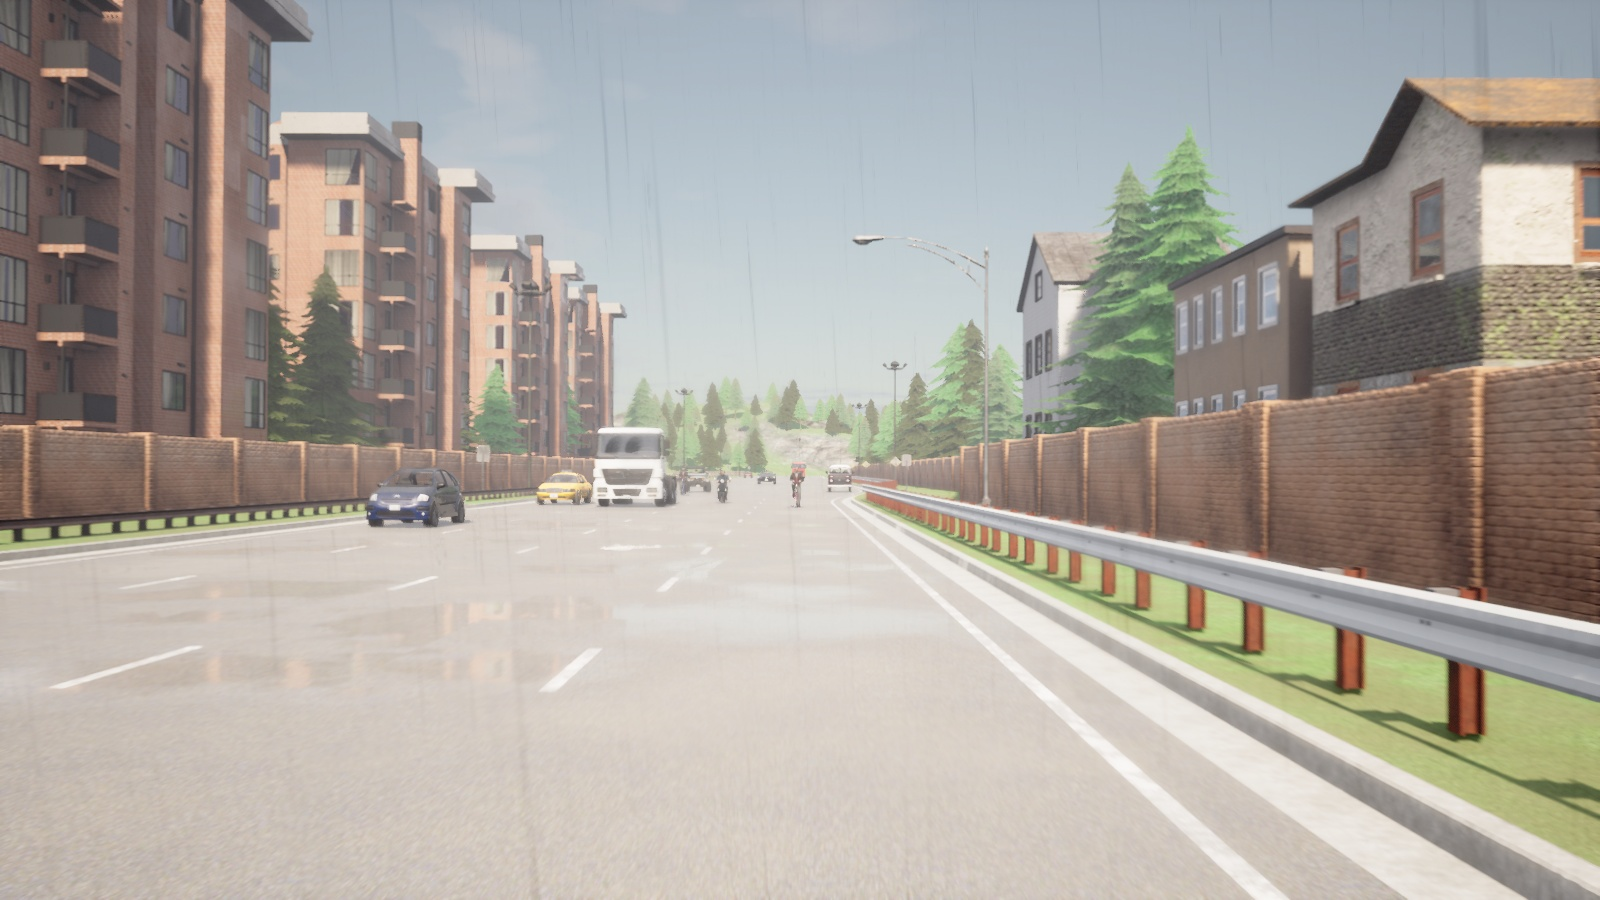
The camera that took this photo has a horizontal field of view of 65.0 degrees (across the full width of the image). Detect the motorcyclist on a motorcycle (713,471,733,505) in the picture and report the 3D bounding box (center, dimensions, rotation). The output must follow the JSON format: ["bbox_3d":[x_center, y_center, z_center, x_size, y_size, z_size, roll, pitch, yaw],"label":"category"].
[{"bbox_3d":[-3.645,1.779,59.571,0.866,1.590,1.817,0,-1,0],"label":"motorcyclist on a motorcycle"}]

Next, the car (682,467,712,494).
[{"bbox_3d":[-7.364,2.142,89.849,1.905,1.878,3.866,0,-1,-8],"label":"car"}]

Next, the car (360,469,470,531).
[{"bbox_3d":[-10.585,1.337,34.824,1.851,1.617,3.988,0,-1,0],"label":"car"}]

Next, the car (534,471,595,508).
[{"bbox_3d":[-10.639,1.751,57.128,1.801,1.575,5.366,0,-1,0],"label":"car"}]

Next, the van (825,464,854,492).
[{"bbox_3d":[2.961,2.080,92.949,2.069,2.038,4.480,0,-1,2],"label":"van"}]

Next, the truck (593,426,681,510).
[{"bbox_3d":[-7.140,0.796,55.931,2.891,3.462,7.936,0,-1,0],"label":"truck"}]
